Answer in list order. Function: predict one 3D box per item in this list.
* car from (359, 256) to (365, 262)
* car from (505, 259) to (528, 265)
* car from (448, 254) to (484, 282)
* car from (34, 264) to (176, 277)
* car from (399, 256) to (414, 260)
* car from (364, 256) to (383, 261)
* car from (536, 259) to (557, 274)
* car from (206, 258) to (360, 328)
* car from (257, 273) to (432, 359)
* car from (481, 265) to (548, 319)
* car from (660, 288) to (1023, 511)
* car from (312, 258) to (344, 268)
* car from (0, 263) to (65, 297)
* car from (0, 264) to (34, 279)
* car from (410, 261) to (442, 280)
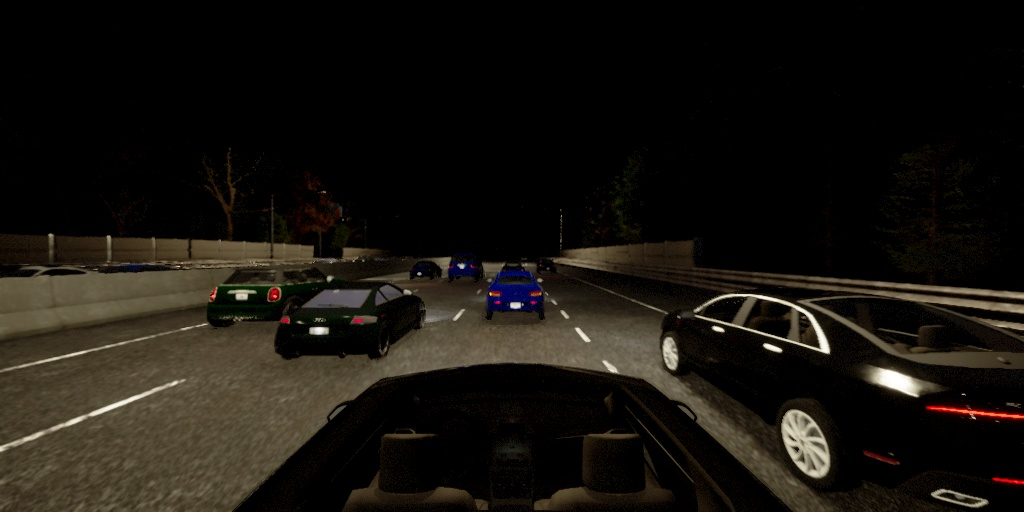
[{"bbox_3d":[-24.530,0.810,59.338,2.097,1.767,4.553,0,0,0],"label":"car"},{"bbox_3d":[0.101,1.172,28.615,1.994,1.385,4.181,0,0,0],"label":"car"},{"bbox_3d":[-3.403,0.837,27.092,2.150,2.045,5.566,0,0,0],"label":"car"},{"bbox_3d":[-17.601,1.146,16.498,1.882,1.535,5.008,0,0,0],"label":"car"},{"bbox_3d":[-17.543,0.809,59.565,2.097,1.767,4.553,0,0,1],"label":"car"},{"bbox_3d":[-21.057,1.034,56.575,1.994,1.385,4.181,0,0,1],"label":"car"},{"bbox_3d":[3.497,1.021,37.163,1.812,1.442,4.674,0,0,0],"label":"car"},{"bbox_3d":[-6.901,1.049,11.284,2.097,1.767,4.553,0,0,0],"label":"car"},{"bbox_3d":[-3.399,1.277,8.325,1.994,1.385,4.181,0,0,0],"label":"car"},{"bbox_3d":[0.100,1.216,12.452,1.812,1.442,4.674,0,0,0],"label":"car"},{"bbox_3d":[3.500,1.151,4.491,1.837,1.490,4.892,0,0,2],"label":"car"},{"bbox_3d":[-28.040,1.027,54.769,2.033,1.411,5.357,0,0,1],"label":"car"},{"bbox_3d":[-24.600,1.146,16.453,1.882,1.535,5.008,0,0,0],"label":"car"},{"bbox_3d":[-21.101,1.197,16.012,1.812,1.442,4.674,0,0,0],"label":"car"},{"bbox_3d":[-6.901,1.131,29.009,1.812,1.442,4.674,0,0,0],"label":"car"}]
